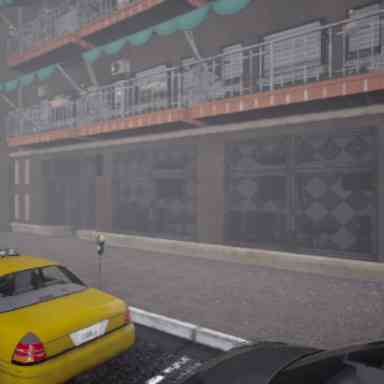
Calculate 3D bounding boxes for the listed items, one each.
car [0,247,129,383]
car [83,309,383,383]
[{"bbox_3d":[-3.010,1.524,5.022,4.829,1.417,1.752,0,0,36],"label":"car"},{"bbox_3d":[1.624,1.566,1.714,4.313,1.339,1.947,0,0,36],"label":"car"}]
